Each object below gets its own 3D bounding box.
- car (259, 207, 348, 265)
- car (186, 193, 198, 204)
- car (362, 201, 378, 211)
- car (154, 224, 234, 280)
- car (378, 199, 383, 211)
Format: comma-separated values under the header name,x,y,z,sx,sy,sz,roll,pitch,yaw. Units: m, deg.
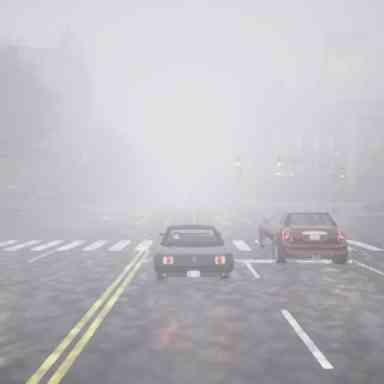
name,x,y,z,sx,sy,sz,roll,pitch,yaw
car,3.707,1.349,11.894,2.097,1.767,4.553,0,0,3
car,0.026,1.212,65.134,2.150,2.045,5.566,0,0,-1
car,23.032,1.539,39.162,5.357,1.411,2.033,0,0,0
car,-0.042,1.599,9.890,1.895,1.301,4.718,0,0,-2
car,22.925,1.556,35.662,4.181,1.385,1.994,0,0,0
